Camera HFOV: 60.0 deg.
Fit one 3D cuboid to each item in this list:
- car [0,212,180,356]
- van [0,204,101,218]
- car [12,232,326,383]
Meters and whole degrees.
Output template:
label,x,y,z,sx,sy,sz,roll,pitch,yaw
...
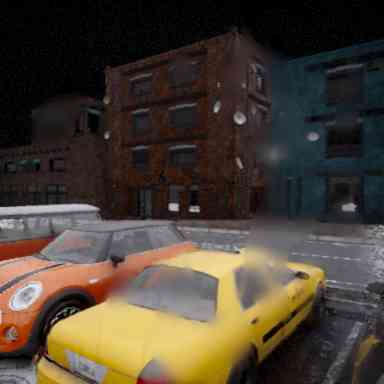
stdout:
label,x,y,z,sx,sy,sz,roll,pitch,yaw
car,-1.787,1.403,6.456,2.185,1.767,4.553,-1,0,35
van,-3.954,1.328,8.105,1.878,1.987,4.442,-1,0,35
car,0.570,1.499,4.966,1.946,1.575,5.366,-1,0,35
